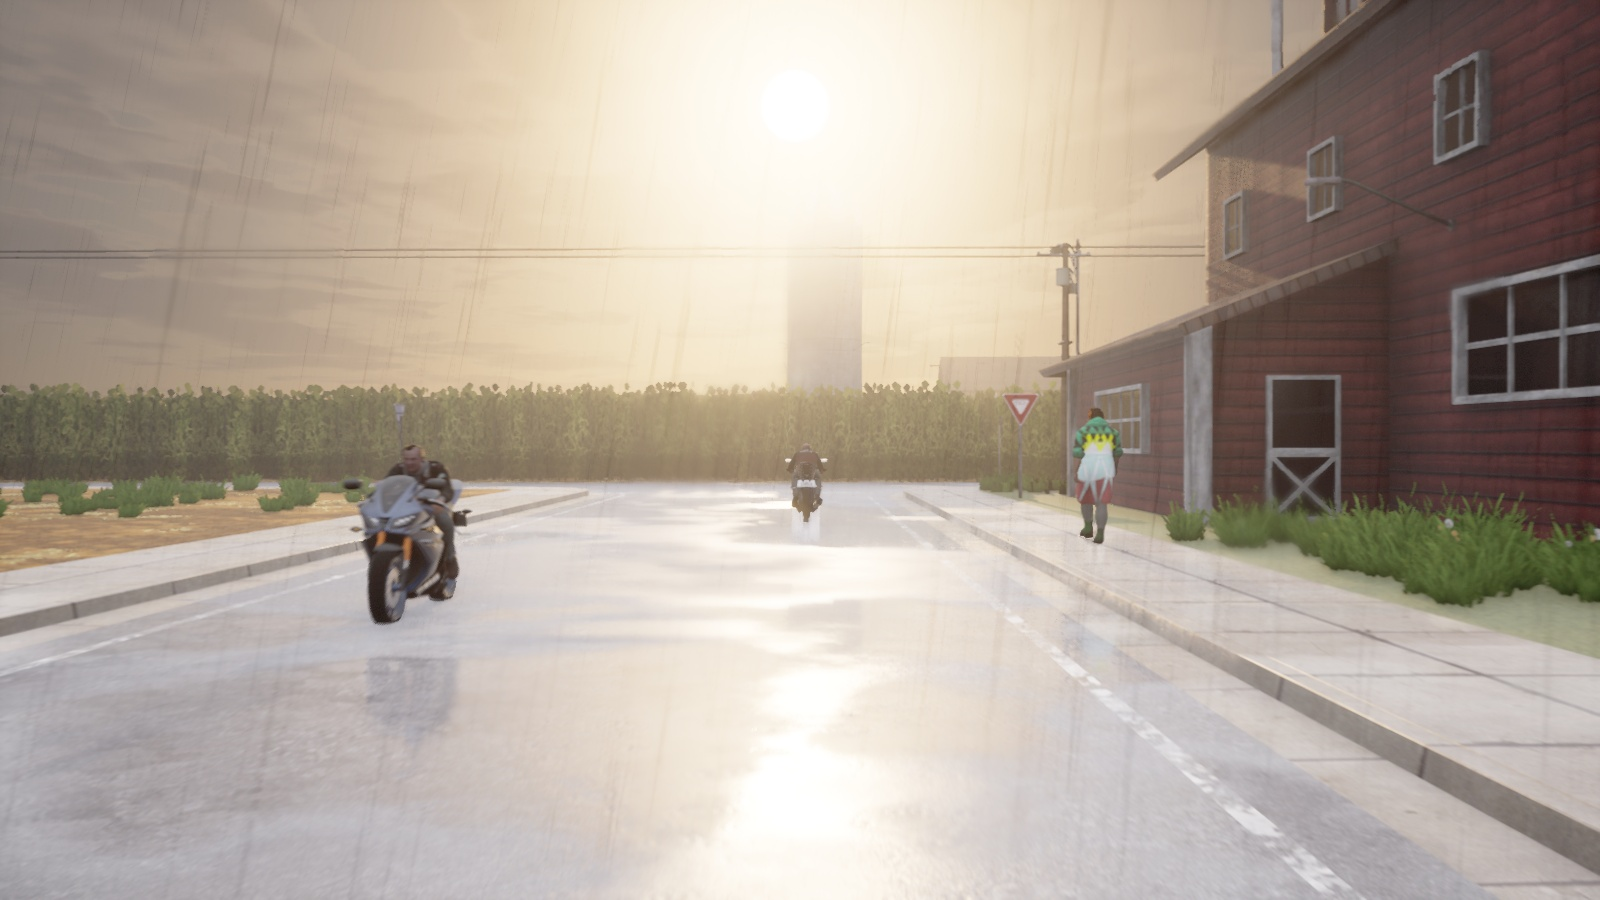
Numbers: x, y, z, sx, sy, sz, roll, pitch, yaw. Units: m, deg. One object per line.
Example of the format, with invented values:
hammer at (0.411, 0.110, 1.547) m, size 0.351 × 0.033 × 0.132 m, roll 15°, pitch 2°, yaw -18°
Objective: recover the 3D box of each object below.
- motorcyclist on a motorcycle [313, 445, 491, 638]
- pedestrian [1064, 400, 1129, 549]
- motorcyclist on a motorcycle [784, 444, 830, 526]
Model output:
motorcyclist on a motorcycle at (-3.432, 0.719, 11.074) m, size 0.866 × 1.530 × 2.191 m, roll 0°, pitch 0°, yaw 0°
pedestrian at (3.962, 0.321, 16.847) m, size 0.659 × 1.952 × 0.873 m, roll 0°, pitch 0°, yaw 0°
motorcyclist on a motorcycle at (0.131, 0.649, 24.709) m, size 0.866 × 1.530 × 2.191 m, roll 0°, pitch 0°, yaw 0°
